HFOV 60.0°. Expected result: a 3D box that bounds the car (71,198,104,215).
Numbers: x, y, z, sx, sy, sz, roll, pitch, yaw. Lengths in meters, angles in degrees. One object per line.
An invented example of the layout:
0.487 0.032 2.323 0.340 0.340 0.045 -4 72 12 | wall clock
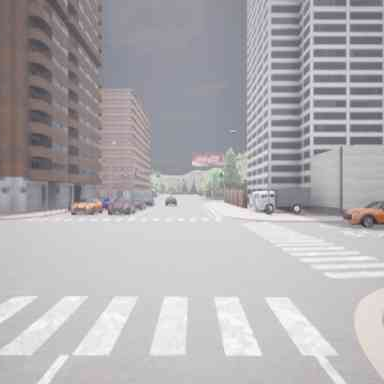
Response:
-10.598 1.377 33.758 2.097 1.767 4.553 0 0 0 | car

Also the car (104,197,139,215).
-7.073 1.377 33.751 2.097 1.767 4.553 0 0 0 | car

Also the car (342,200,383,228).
12.089 1.312 21.166 4.553 1.767 2.097 0 0 0 | car

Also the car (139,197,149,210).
-7.100 1.537 42.884 1.837 1.490 4.892 0 0 0 | car

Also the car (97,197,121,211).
-10.599 1.510 42.983 1.882 1.535 5.008 0 0 0 | car

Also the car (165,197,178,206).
-3.418 1.546 55.417 1.837 1.490 4.892 0 0 0 | car

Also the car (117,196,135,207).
-10.573 1.518 53.447 1.882 1.535 5.008 0 0 1 | car

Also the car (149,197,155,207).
-7.079 1.517 52.931 1.882 1.535 5.008 0 0 0 | car
